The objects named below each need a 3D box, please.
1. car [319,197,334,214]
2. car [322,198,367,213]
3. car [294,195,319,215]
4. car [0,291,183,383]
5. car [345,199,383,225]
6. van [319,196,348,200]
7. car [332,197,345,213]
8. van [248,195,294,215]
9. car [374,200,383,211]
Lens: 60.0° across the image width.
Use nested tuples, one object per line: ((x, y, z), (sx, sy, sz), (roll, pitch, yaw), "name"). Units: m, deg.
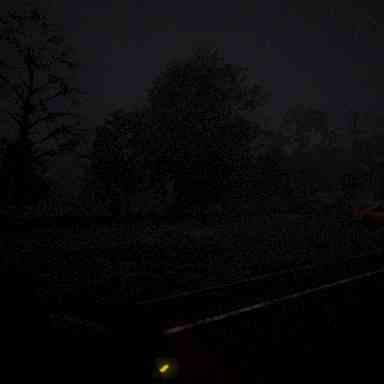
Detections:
((12.449, 1.605, 36.944), (1.946, 1.575, 5.366), (1, -1, -35), "car")
((19.131, 1.654, 41.885), (2.185, 1.767, 4.553), (1, -1, -35), "car")
((10.073, 1.305, 35.516), (2.435, 2.045, 5.566), (1, -1, -35), "car")
((-2.241, 1.532, 2.088), (4.674, 1.442, 1.812), (-1, 0, -35), "car")
((13.077, 1.473, 21.341), (1.946, 1.575, 5.366), (1, -1, -35), "car")
((16.790, 1.496, 40.402), (1.878, 1.987, 4.442), (1, -1, -35), "van")
((14.600, 1.665, 38.693), (2.231, 1.521, 4.892), (1, -1, -35), "car")
((7.664, 1.286, 33.913), (1.878, 1.987, 4.442), (1, -1, -35), "van")
((30.505, 2.066, 49.785), (1.946, 1.575, 5.366), (1, -1, -35), "car")
